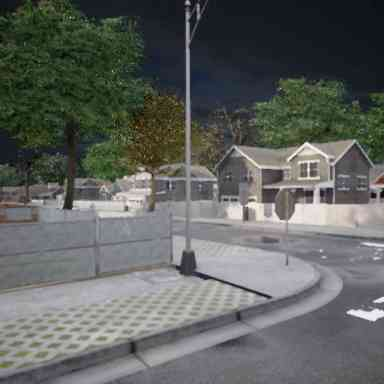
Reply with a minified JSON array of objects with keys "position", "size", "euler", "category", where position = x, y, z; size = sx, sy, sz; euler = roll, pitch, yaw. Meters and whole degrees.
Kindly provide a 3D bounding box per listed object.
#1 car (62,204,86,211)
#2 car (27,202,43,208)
[{"position":[-13.853,2.155,38.833],"size":[1.812,1.442,4.674],"euler":[0,-1,-36],"category":"car"},{"position":[-26.910,2.429,56.805],"size":[1.882,1.535,5.008],"euler":[0,-1,-36],"category":"car"}]
